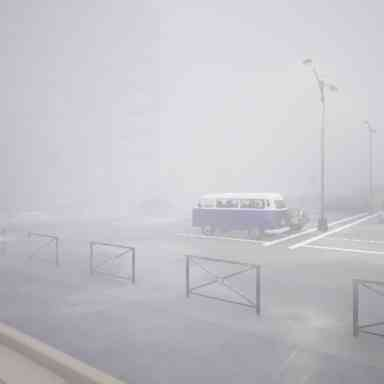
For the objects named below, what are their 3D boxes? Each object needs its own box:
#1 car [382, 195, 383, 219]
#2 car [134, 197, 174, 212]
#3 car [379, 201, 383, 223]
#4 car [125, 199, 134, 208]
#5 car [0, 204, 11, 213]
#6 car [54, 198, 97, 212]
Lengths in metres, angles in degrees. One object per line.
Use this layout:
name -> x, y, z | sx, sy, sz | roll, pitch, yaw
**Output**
car -> 17.273, 1.153, 25.464 | 4.605, 1.855, 1.932 | 0, 0, 36
car -> -4.076, 1.449, 38.908 | 1.837, 1.490, 4.892 | 0, 0, 36
car -> 14.023, 1.395, 20.929 | 3.806, 1.475, 1.970 | 0, 0, 36
car -> -7.266, 1.436, 46.784 | 2.128, 1.511, 4.902 | 0, 0, 36
car -> -19.401, 1.492, 29.937 | 2.033, 1.411, 5.357 | 0, 0, 36
car -> -13.342, 1.422, 38.352 | 1.882, 1.535, 5.008 | 0, 0, 36
